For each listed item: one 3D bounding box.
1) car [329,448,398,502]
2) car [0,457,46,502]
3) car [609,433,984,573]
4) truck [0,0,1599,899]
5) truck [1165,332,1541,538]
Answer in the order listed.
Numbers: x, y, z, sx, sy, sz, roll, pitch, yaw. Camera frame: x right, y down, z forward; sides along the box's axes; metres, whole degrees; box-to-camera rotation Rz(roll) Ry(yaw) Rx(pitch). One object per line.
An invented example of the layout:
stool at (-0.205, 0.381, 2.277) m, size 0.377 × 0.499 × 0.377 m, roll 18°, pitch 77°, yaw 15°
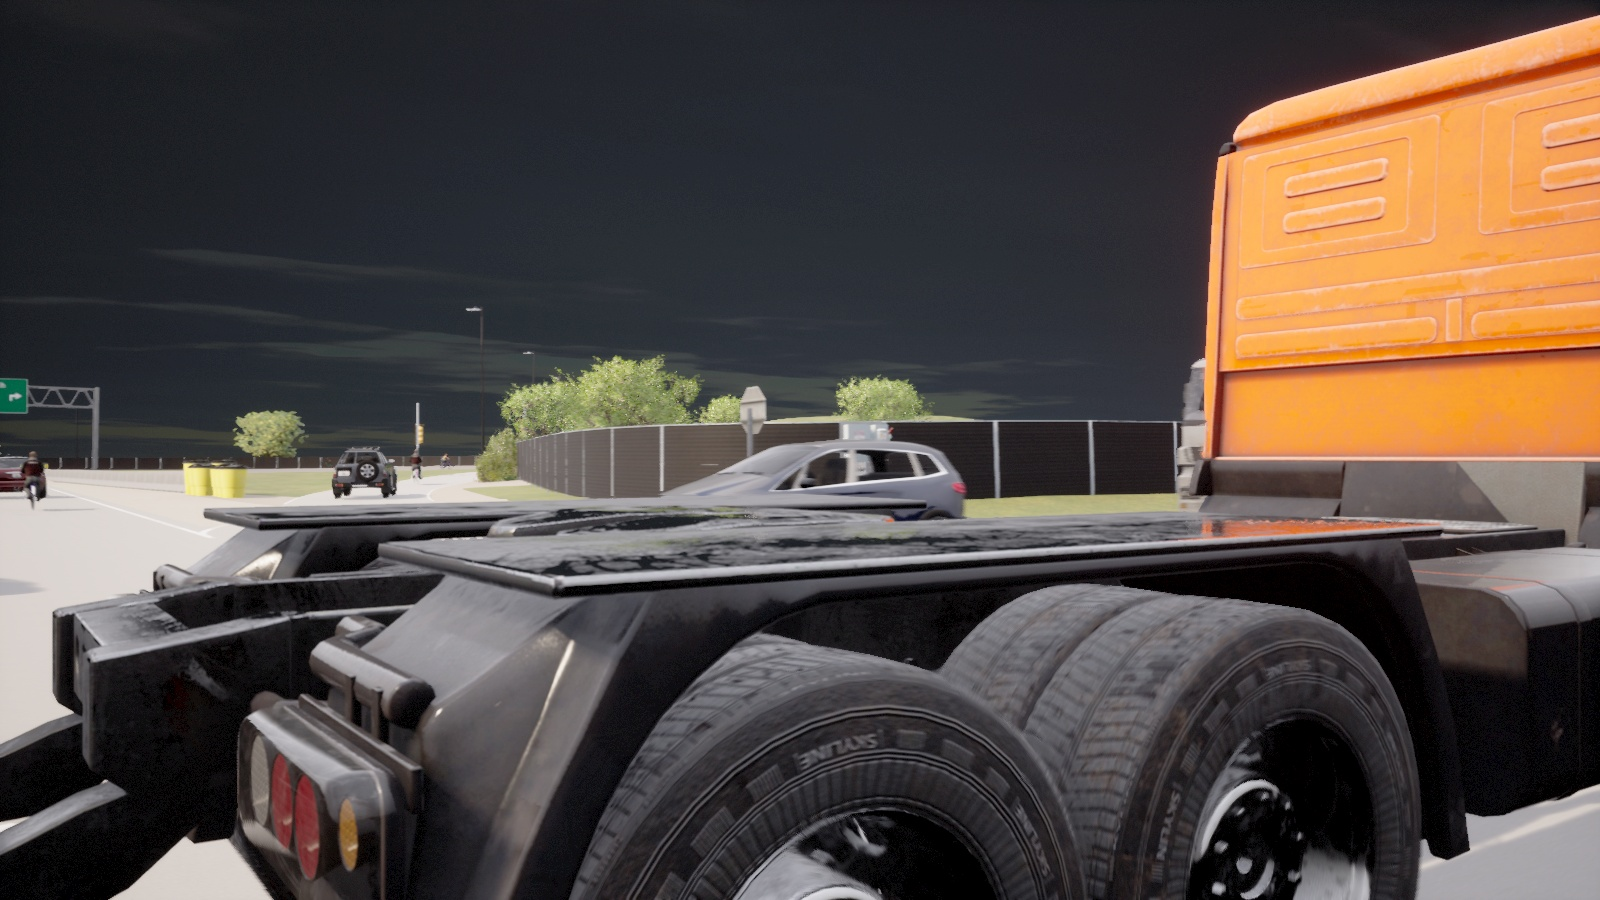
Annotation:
car at (-15.979, 0.874, 46.158) m, size 1.932 × 1.855 × 4.605 m, roll -1°, pitch 0°, yaw -13°
car at (-32.396, 1.209, 51.754) m, size 2.097 × 1.767 × 4.553 m, roll 0°, pitch -1°, yaw -34°
car at (0.004, 0.633, 17.114) m, size 4.611 × 1.667 × 2.242 m, roll -1°, pitch -1°, yaw -34°
truck at (1.505, -0.231, 4.742) m, size 7.936 × 3.462 × 2.891 m, roll 0°, pitch 0°, yaw -35°
truck at (10.942, -0.166, 24.509) m, size 7.936 × 3.462 × 2.891 m, roll 1°, pitch -2°, yaw -34°
